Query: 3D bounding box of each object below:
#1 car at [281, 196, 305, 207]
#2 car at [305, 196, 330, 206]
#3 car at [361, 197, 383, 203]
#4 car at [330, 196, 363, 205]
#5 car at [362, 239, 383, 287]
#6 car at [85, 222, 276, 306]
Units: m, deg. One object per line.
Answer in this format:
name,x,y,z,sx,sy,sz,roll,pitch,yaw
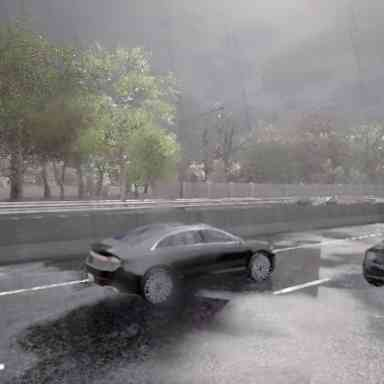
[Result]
car,13.823,1.266,43.833,4.553,1.767,2.097,0,0,-36
car,16.940,1.405,41.843,4.902,1.511,2.128,0,0,-35
car,20.616,1.440,35.873,4.674,1.442,1.812,0,0,-35
car,18.683,1.265,38.789,4.553,1.767,2.097,0,0,-35
car,5.886,1.501,7.953,4.674,1.442,1.812,0,0,-35
car,-0.037,1.479,8.050,4.902,1.511,2.128,0,0,-35
